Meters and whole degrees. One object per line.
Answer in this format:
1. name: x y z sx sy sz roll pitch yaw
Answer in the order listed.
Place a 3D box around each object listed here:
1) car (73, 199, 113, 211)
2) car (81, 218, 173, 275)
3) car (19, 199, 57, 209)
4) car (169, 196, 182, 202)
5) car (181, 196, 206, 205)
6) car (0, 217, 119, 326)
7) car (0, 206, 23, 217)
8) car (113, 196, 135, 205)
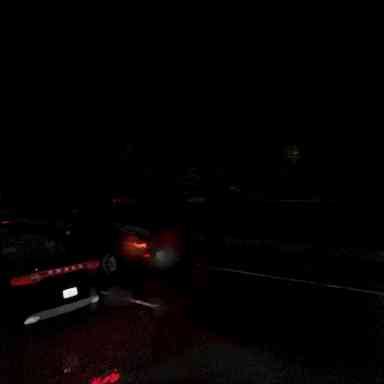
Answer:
1. car: -12.264 1.573 40.510 1.994 1.385 4.181 0 0 36
2. car: -2.694 1.528 10.196 4.674 1.442 1.812 0 0 35
3. car: -21.277 1.613 45.967 1.895 1.301 4.718 0 0 36
4. car: -3.002 1.501 70.823 1.994 1.385 4.181 0 0 36
5. car: 0.724 1.535 58.247 1.812 1.442 4.674 0 0 36
6. car: -3.986 1.480 6.827 5.008 1.535 1.882 0 0 35
7. car: -10.169 1.510 15.525 4.892 1.490 1.837 0 0 36
8. car: -12.280 1.489 58.258 1.882 1.535 5.008 0 0 36
